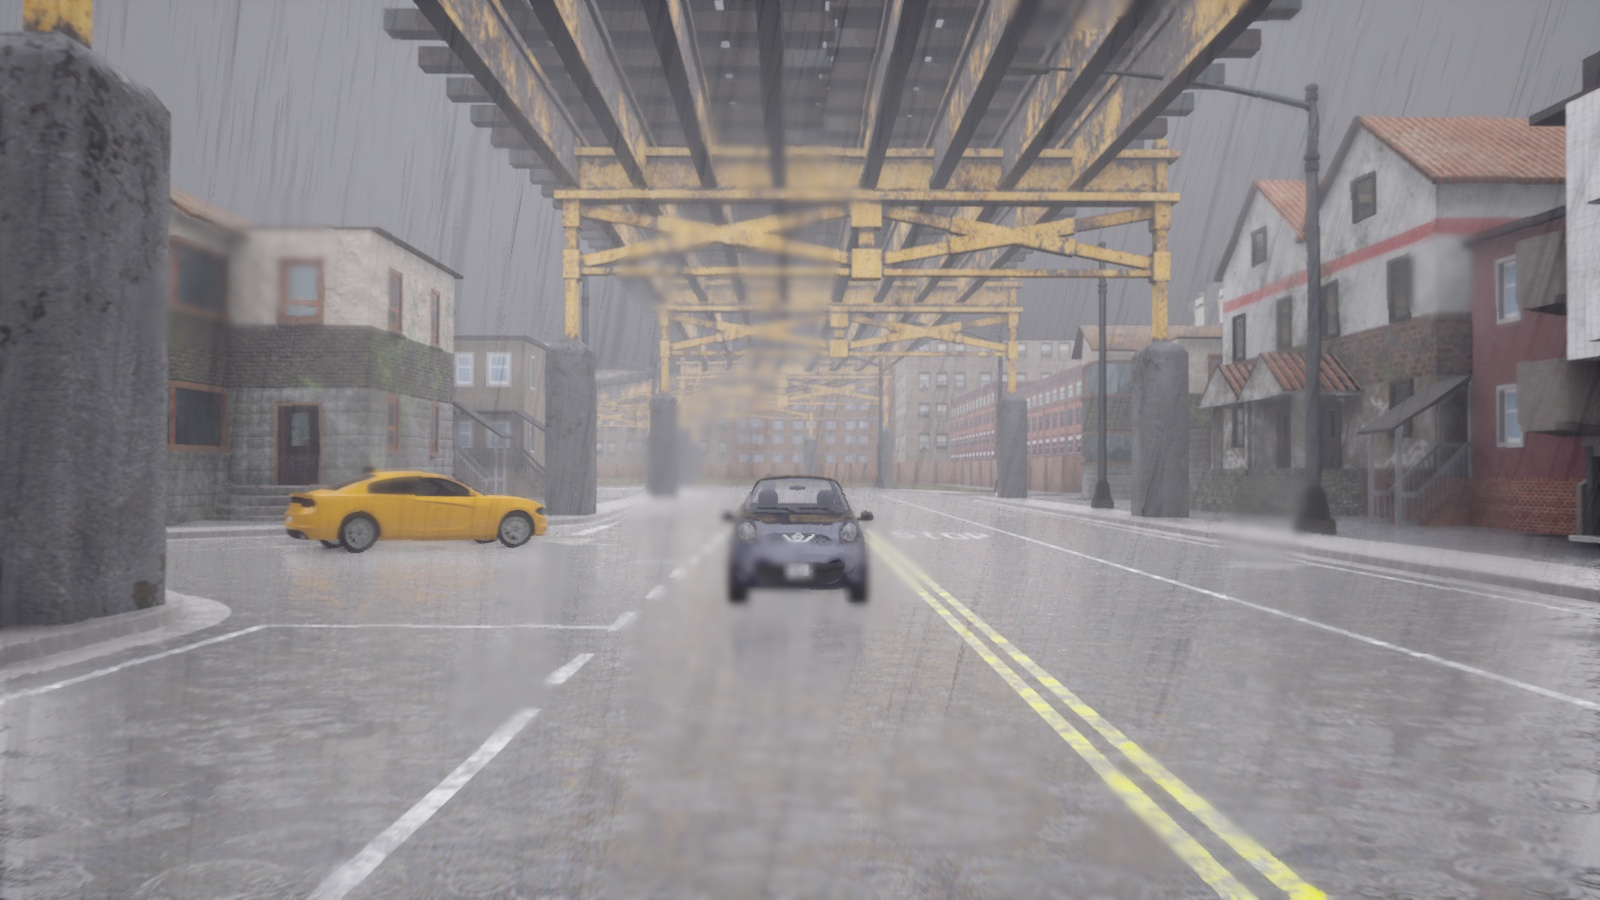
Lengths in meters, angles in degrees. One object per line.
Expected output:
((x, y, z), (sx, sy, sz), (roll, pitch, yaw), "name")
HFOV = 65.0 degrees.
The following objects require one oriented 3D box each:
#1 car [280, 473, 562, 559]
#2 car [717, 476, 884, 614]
((-7.423, 1.237, 24.839), (5.008, 1.535, 1.882), (0, -1, -34), "car")
((-0.026, 1.090, 15.762), (1.845, 1.501, 3.633), (0, -1, -1), "car")
